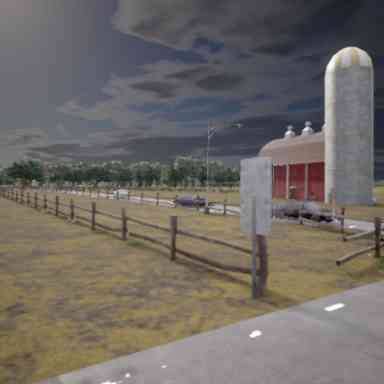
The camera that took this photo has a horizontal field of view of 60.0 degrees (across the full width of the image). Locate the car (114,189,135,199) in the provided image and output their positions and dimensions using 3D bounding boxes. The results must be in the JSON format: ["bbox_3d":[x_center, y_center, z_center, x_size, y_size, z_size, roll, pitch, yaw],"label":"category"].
[{"bbox_3d":[-10.187,0.333,49.678,1.812,1.442,4.674,0,1,-35],"label":"car"}]

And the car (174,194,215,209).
[{"bbox_3d":[0.139,0.916,35.047,2.033,1.411,5.357,0,2,-35],"label":"car"}]

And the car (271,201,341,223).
[{"bbox_3d":[7.982,1.373,24.000,2.033,1.411,5.357,0,2,-36],"label":"car"}]
